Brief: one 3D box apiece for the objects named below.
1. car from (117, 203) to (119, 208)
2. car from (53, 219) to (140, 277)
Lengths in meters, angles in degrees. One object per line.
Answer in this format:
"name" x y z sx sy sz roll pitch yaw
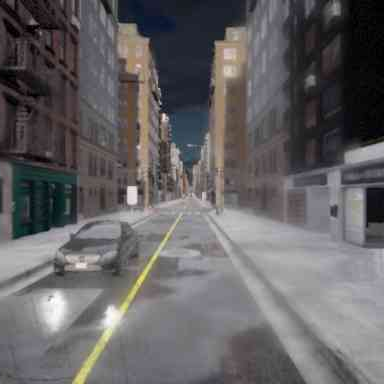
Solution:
"car" -14.538 2.255 56.323 4.313 1.339 1.947 0 0 0
"car" -2.851 1.665 10.892 1.812 1.442 4.674 0 -1 0
